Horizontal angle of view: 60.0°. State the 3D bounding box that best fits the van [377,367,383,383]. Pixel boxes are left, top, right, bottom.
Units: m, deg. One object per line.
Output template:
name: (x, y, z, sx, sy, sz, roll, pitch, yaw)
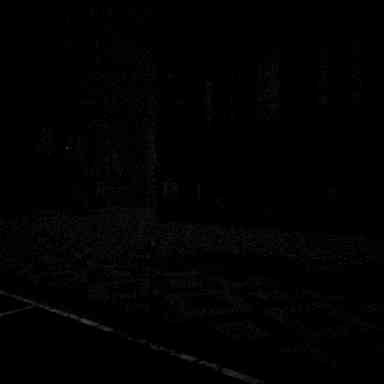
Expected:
van: (2.768, 1.336, 1.010, 3.998, 1.788, 1.690, 0, 0, 35)
